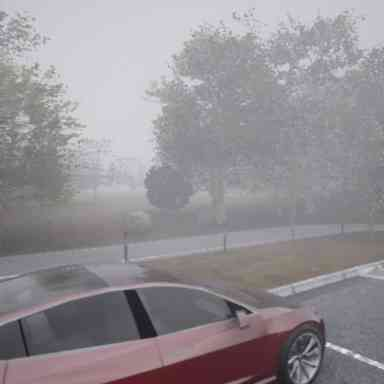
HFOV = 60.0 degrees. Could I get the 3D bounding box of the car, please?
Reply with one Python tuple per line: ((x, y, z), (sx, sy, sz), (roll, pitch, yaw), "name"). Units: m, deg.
((-0.597, 1.532, 3.642), (4.792, 1.488, 2.163), (-1, 0, -33), "car")
